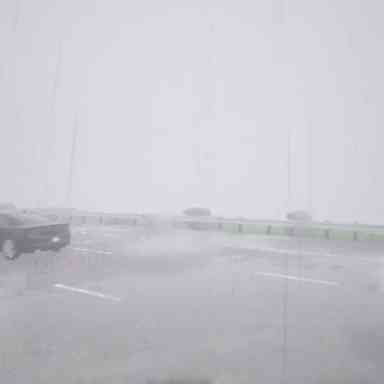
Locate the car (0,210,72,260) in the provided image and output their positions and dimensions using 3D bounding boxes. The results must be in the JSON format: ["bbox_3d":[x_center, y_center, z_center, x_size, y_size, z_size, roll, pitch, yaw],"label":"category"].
[{"bbox_3d":[-6.646,1.419,12.168,5.008,1.535,1.882,0,0,29],"label":"car"}]
